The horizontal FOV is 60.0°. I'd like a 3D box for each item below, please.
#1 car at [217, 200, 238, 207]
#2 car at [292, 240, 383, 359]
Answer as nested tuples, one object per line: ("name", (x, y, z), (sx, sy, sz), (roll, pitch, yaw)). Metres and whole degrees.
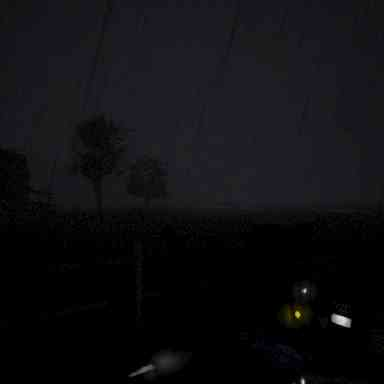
("car", (7.396, 2.366, 68.620), (1.895, 1.301, 4.718), (-1, -1, -35))
("car", (3.642, 1.559, 5.667), (4.181, 1.385, 1.994), (0, 0, -35))
